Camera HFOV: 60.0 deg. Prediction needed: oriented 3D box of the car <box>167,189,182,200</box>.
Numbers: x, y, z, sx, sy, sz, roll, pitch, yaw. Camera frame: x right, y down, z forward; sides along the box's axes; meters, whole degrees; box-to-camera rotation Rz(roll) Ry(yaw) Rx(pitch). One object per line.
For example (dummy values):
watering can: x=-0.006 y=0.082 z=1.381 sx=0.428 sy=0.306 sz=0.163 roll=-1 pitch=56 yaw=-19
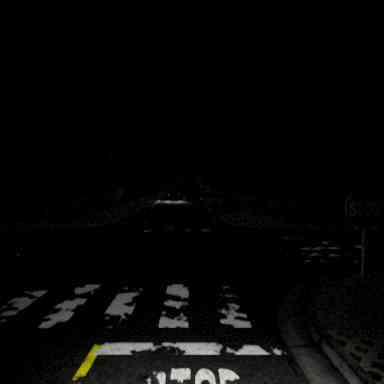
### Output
car: x=-2.639 y=0.310 z=50.511 sx=2.097 sy=1.767 sz=4.553 roll=0 pitch=2 yaw=0

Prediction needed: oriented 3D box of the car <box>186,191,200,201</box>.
car: x=0.110 y=0.528 z=50.326 sx=1.994 sy=1.385 sz=4.181 roll=0 pitch=2 yaw=0
